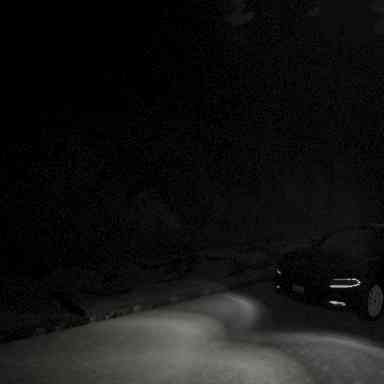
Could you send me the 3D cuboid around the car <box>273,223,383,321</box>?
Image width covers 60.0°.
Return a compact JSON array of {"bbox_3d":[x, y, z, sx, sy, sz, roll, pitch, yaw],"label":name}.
[{"bbox_3d":[3.937,1.460,7.415,5.008,1.535,1.882,0,0,-35],"label":"car"}]
